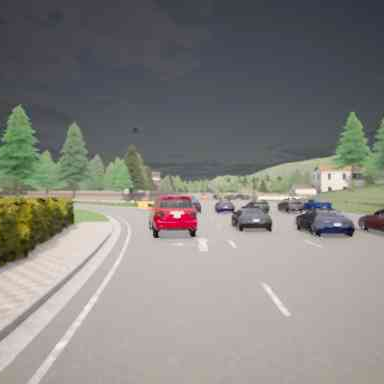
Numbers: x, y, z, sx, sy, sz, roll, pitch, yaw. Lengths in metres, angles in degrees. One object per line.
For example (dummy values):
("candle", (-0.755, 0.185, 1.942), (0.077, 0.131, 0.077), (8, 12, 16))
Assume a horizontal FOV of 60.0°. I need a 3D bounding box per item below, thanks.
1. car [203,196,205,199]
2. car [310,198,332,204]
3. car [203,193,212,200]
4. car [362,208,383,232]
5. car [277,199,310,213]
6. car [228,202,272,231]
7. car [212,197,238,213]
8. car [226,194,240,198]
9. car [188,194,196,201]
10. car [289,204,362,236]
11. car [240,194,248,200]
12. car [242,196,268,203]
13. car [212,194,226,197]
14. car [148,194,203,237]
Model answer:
("car", (0.091, 1.482, 36.046), (1.837, 1.490, 4.892), (0, 0, 0))
("car", (14.093, 1.453, 37.567), (1.882, 1.535, 5.008), (0, 0, 0))
("car", (3.479, 1.291, 87.687), (2.097, 1.767, 4.553), (0, 0, 0))
("car", (10.581, 1.514, 17.346), (1.812, 1.442, 4.674), (0, 0, 0))
("car", (10.592, 1.468, 35.972), (2.128, 1.511, 4.902), (0, 0, 0))
("car", (3.596, 1.551, 20.559), (1.994, 1.385, 4.181), (0, 0, 0))
("car", (3.591, 1.540, 36.715), (1.994, 1.385, 4.181), (0, 0, 0))
("car", (10.479, 1.475, 87.303), (2.033, 1.411, 5.357), (0, 0, 0))
("car", (-0.021, 1.413, 87.300), (1.882, 1.535, 5.008), (0, 0, 0))
("car", (7.096, 1.552, 18.195), (1.994, 1.385, 4.181), (0, 0, 0))
("car", (13.979, 1.475, 87.303), (2.033, 1.411, 5.357), (0, 0, 0))
("car", (7.091, 1.468, 35.970), (2.128, 1.511, 4.902), (0, 0, 0))
("car", (6.979, 1.460, 87.302), (2.128, 1.511, 4.902), (0, 0, 0))
("car", (-1.162, 1.210, 18.132), (2.150, 2.045, 5.566), (0, 0, -10))
